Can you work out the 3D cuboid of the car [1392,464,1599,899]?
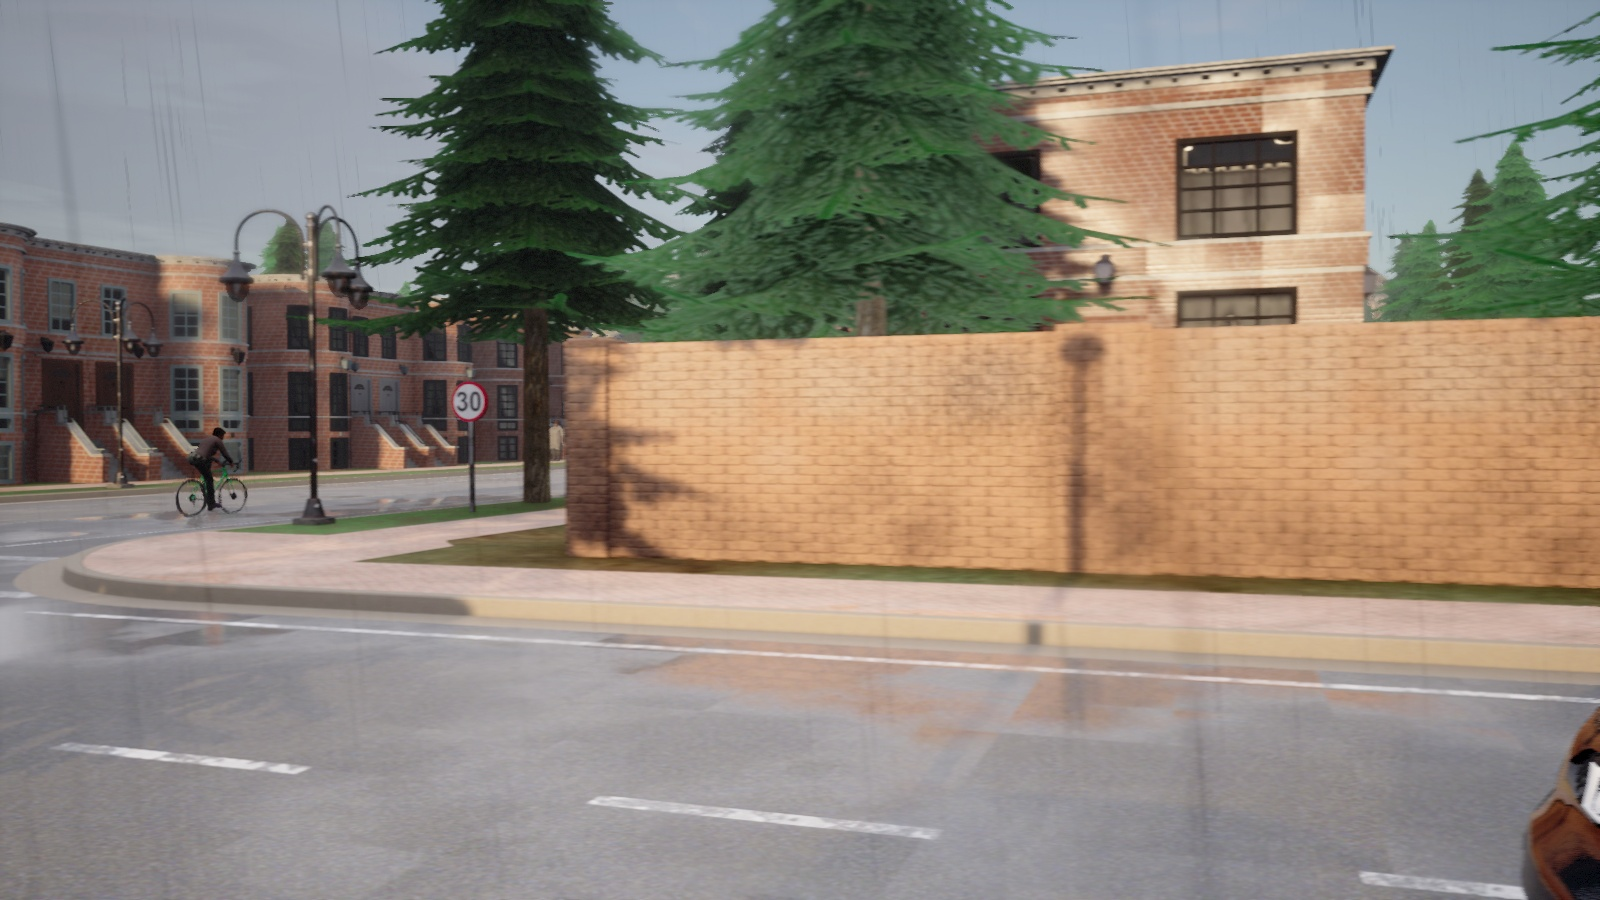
[{"bbox_3d":[3.128,0.818,2.141,3.633,1.501,1.845,1,1,19],"label":"car"}]

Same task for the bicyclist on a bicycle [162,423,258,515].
[{"bbox_3d":[-10.856,0.329,23.171,0.582,1.620,1.656,1,1,21],"label":"bicyclist on a bicycle"}]

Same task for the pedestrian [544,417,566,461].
[{"bbox_3d":[-11.043,-0.492,56.552,0.659,1.952,0.873,0,1,15],"label":"pedestrian"}]
